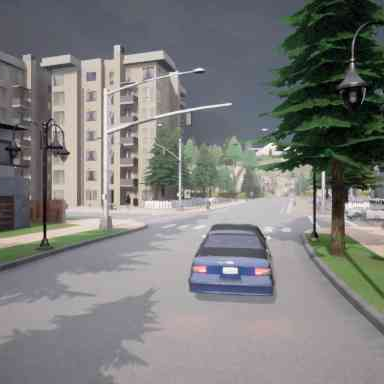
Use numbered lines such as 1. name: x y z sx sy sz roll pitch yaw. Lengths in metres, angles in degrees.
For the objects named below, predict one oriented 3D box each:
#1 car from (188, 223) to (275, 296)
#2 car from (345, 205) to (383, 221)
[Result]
1. car: 1.137 1.547 8.833 2.033 1.411 5.357 0 0 9
2. car: 14.383 1.620 25.827 4.718 1.301 1.895 0 0 19
